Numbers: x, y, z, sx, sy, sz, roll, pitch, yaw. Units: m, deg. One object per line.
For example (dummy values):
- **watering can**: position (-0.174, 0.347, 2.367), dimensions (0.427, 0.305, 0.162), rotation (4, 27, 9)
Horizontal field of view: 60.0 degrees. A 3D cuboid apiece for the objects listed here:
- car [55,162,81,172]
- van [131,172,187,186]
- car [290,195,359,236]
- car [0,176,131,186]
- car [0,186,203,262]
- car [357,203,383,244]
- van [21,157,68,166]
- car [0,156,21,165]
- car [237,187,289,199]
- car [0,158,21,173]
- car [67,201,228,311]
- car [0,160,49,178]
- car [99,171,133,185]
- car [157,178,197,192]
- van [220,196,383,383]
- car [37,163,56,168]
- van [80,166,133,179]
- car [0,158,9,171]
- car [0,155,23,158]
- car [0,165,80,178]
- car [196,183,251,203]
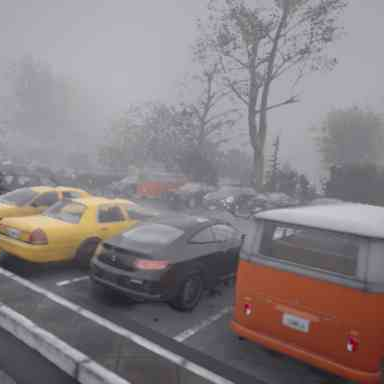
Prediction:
- **car**: position (-8.962, -1.257, 28.722), dimensions (2.185, 1.767, 4.553), rotation (8, 5, 35)
- **van**: position (-1.877, -0.390, 23.926), dimensions (1.878, 1.987, 4.442), rotation (8, 5, 35)
- **car**: position (7.122, 1.089, 17.476), dimensions (2.097, 1.535, 5.008), rotation (8, 5, 35)
- **car**: position (-4.644, 0.489, 10.147), dimensions (1.946, 1.575, 5.366), rotation (8, 5, 35)
- **car**: position (-2.132, 0.806, 8.837), dimensions (1.946, 1.575, 5.366), rotation (8, 5, 35)
- **car**: position (9.532, 1.450, 15.816), dimensions (2.163, 1.488, 4.792), rotation (8, 5, 35)
- **van**: position (-13.495, -1.977, 31.798), dimensions (1.878, 1.987, 4.442), rotation (8, 5, 35)
- **car**: position (-11.394, -0.711, 15.144), dimensions (2.435, 2.045, 5.566), rotation (8, 5, 35)
- **car**: position (4.820, 0.772, 19.080), dimensions (2.097, 1.535, 5.008), rotation (8, 5, 35)
- **car**: position (-22.758, -3.138, 38.412), dimensions (2.163, 1.488, 4.792), rotation (9, 5, 35)
- **car**: position (0.054, 1.167, 7.074), dimensions (2.002, 1.452, 4.674), rotation (8, 5, 35)
- **car**: position (-18.148, -2.436, 35.205), dimensions (2.097, 1.535, 5.008), rotation (9, 5, 35)
- **car**: position (-4.258, -0.482, 25.465), dimensions (2.231, 1.521, 4.892), rotation (8, 5, 35)
- **car**: position (0.233, 0.137, 22.311), dimensions (2.097, 1.535, 5.008), rotation (8, 5, 35)
- **van**: position (2.445, 1.220, 5.541), dimensions (1.878, 1.987, 4.442), rotation (8, 5, 35)
- **car**: position (-11.134, -1.406, 30.324), dimensions (2.163, 1.488, 4.792), rotation (8, 4, 35)
- **van**: position (-6.470, -1.025, 27.154), dimensions (1.878, 1.987, 4.442), rotation (8, 4, 35)
- **car**: position (-25.049, -3.505, 40.020), dimensions (2.163, 1.488, 4.792), rotation (9, 5, 35)
- **car**: position (-20.435, -3.050, 36.783), dimensions (2.435, 2.045, 5.566), rotation (9, 5, 35)
- **car**: position (-6.806, 0.049, 11.929), dimensions (2.185, 1.767, 4.553), rotation (8, 5, 35)
- **car**: position (2.556, 0.330, 20.712), dimensions (2.185, 1.767, 4.553), rotation (8, 5, 35)
